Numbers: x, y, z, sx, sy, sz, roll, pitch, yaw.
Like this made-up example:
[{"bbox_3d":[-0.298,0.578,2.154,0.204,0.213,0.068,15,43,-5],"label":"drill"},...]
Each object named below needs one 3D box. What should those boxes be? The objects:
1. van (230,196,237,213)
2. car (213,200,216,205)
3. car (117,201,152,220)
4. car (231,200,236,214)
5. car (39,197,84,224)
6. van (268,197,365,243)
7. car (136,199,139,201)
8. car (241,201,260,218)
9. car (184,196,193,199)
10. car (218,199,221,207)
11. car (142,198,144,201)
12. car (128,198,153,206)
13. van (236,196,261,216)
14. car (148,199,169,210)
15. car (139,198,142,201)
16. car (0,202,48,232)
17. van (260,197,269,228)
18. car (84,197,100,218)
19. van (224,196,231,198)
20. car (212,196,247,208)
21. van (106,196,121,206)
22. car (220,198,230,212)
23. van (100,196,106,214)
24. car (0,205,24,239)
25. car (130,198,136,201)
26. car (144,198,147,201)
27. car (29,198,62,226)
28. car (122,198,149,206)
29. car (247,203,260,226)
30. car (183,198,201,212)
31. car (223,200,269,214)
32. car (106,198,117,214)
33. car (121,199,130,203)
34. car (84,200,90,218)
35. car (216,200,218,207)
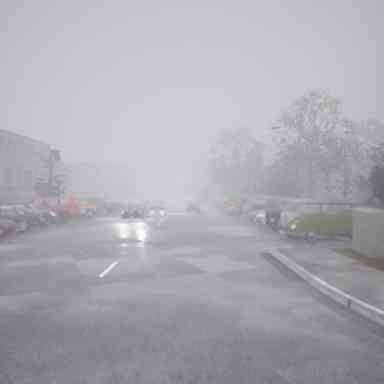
[{"bbox_3d":[6.586,1.484,34.117,4.442,1.987,1.878,1,-1,-20],"label":"van"},{"bbox_3d":[6.553,1.943,54.695,4.792,1.488,2.163,1,-1,-20],"label":"car"},{"bbox_3d":[-5.032,1.789,29.865,1.895,1.301,4.718,0,0,0],"label":"car"},{"bbox_3d":[6.463,1.722,31.132,4.674,1.452,2.002,1,-1,-20],"label":"car"},{"bbox_3d":[-11.391,1.390,25.363,5.566,2.045,2.435,-1,0,-20],"label":"car"},{"bbox_3d":[6.322,1.352,16.365,4.442,1.987,1.878,1,0,-20],"label":"van"},{"bbox_3d":[-11.266,1.914,51.787,4.792,1.488,2.163,-1,-1,-20],"label":"car"},{"bbox_3d":[6.454,1.678,25.238,4.674,1.452,2.002,1,0,-20],"label":"car"},{"bbox_3d":[0.131,1.922,54.898,2.128,1.511,4.902,0,-1,0],"label":"car"},{"bbox_3d":[6.532,1.850,45.860,4.792,1.488,2.163,1,-1,-20],"label":"car"},{"bbox_3d":[-11.281,1.988,57.643,4.674,1.452,2.002,-1,-1,-20],"label":"car"},{"bbox_3d":[-11.239,2.106,72.307,4.892,1.521,2.231,-1,0,-20],"label":"car"},{"bbox_3d":[6.355,1.432,28.141,4.442,1.987,1.878,1,0,-20],"label":"van"},{"bbox_3d":[-4.886,1.929,48.669,1.837,1.490,4.892,0,-1,0],"label":"car"},{"bbox_3d":[-11.297,1.918,54.713,4.892,1.521,2.231,-1,-1,-20],"label":"car"},{"bbox_3d":[-11.369,1.602,19.507,4.892,1.521,2.231,-1,0,-20],"label":"car"},{"bbox_3d":[6.547,1.374,19.398,4.442,1.987,1.878,1,-1,-20],"label":"van"},{"bbox_3d":[-11.319,1.559,31.249,4.553,1.767,2.185,-1,0,-20],"label":"car"},{"bbox_3d":[6.605,1.566,42.953,4.442,1.987,1.878,1,-1,-20],"label":"van"},{"bbox_3d":[6.513,1.693,57.615,5.566,2.045,2.435,1,0,-20],"label":"car"},{"bbox_3d":[-11.220,1.537,40.087,4.442,1.987,1.878,-1,-1,-20],"label":"van"},{"bbox_3d":[6.308,1.728,36.952,5.366,1.575,1.946,1,0,-20],"label":"car"},{"bbox_3d":[-11.450,1.487,34.132,4.442,1.987,1.878,-1,0,-20],"label":"van"},{"bbox_3d":[-11.352,1.612,16.581,4.792,1.488,2.163,-1,-1,-20],"label":"car"},{"bbox_3d":[-11.308,1.855,48.841,4.892,1.521,2.231,-1,-1,-20],"label":"car"},{"bbox_3d":[-11.443,1.978,60.509,5.366,1.575,1.946,-1,0,-20],"label":"car"},{"bbox_3d":[-11.404,1.494,22.439,4.553,1.767,2.185,-1,-1,-20],"label":"car"},{"bbox_3d":[-11.264,2.044,66.445,4.892,1.521,2.231,-1,-1,-20],"label":"car"},{"bbox_3d":[6.449,1.656,22.293,4.674,1.452,2.002,1,0,-20],"label":"car"},{"bbox_3d":[0.200,1.852,42.847,2.033,1.411,5.357,0,-1,0],"label":"car"},{"bbox_3d":[6.482,1.761,39.961,4.892,1.521,2.231,1,-1,-20],"label":"car"},{"bbox_3d":[-11.325,1.737,37.107,5.008,1.535,2.097,-1,0,-20],"label":"car"},{"bbox_3d":[-11.342,1.698,45.902,4.553,1.767,2.185,-1,-1,-20],"label":"car"},{"bbox_3d":[-11.356,1.703,28.310,4.674,1.452,2.002,-1,-1,-20],"label":"car"},{"bbox_3d":[6.486,1.724,48.785,4.553,1.767,2.185,1,-1,-20],"label":"car"}]
